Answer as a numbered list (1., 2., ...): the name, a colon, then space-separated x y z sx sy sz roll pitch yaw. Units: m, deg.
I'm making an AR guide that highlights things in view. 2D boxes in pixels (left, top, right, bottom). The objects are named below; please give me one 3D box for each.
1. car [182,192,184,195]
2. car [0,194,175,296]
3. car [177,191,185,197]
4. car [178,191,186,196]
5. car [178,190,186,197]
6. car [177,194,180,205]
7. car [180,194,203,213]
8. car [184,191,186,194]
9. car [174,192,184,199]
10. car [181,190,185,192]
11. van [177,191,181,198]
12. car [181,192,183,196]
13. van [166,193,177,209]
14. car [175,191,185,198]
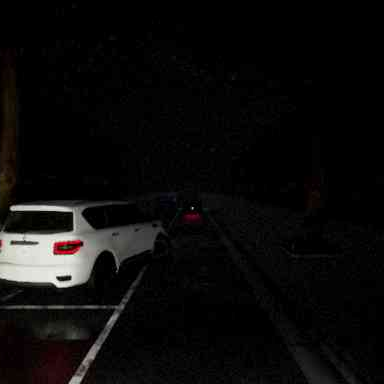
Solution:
1. car: -2.664 1.053 53.556 1.802 1.307 4.206 1 1 0
2. car: -2.458 1.205 8.916 2.150 2.045 5.566 0 0 16
3. car: -2.687 0.522 81.076 1.752 1.417 4.829 1 1 0
4. car: -2.697 0.394 92.325 2.008 1.369 4.403 1 1 0
5. car: -2.691 0.356 86.784 1.967 1.590 4.097 1 1 0
6. car: -2.657 1.308 36.927 2.008 1.369 4.403 1 1 0
7. car: 0.065 1.295 34.393 1.837 1.490 4.892 0 0 0
8. car: 0.058 1.007 51.929 1.837 1.490 4.892 0 1 0
9. car: -2.678 0.750 70.171 1.802 1.307 4.206 1 1 0
10. car: -2.673 0.830 64.631 1.947 1.339 4.313 1 1 0
11. van: -2.657 1.015 42.469 1.690 1.788 3.998 1 1 0
12. car: -2.662 1.144 48.016 1.947 1.339 4.313 1 1 0
13. van: -2.654 1.169 31.379 1.690 1.788 3.998 0 1 0
14. car: -2.681 0.519 75.707 1.967 1.590 4.097 1 1 0
